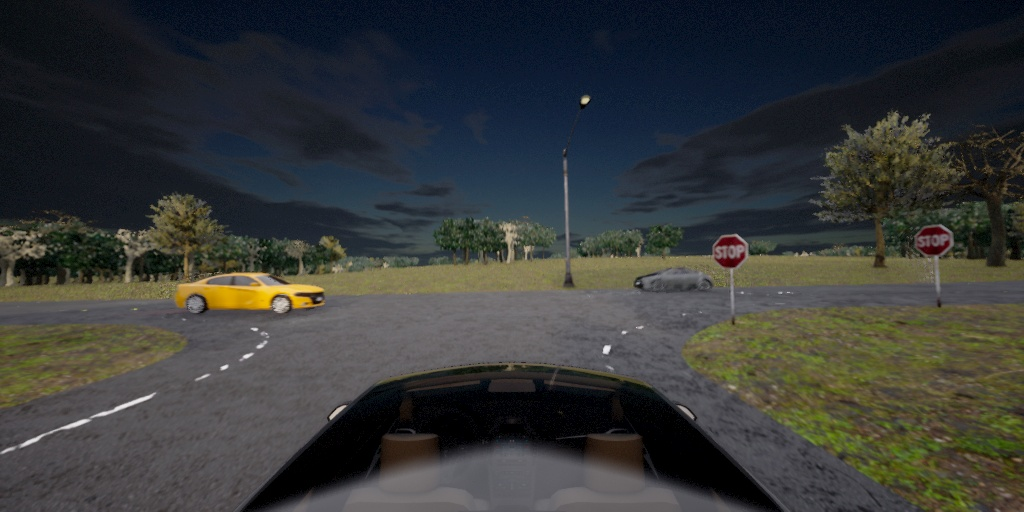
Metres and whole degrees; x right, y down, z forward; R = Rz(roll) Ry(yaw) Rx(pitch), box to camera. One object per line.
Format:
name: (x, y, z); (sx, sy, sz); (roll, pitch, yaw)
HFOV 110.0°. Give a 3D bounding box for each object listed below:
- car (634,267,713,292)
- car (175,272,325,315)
car: (9.377, 1.365, 21.026); (4.181, 1.385, 1.994); (-1, -3, -1)
car: (-9.915, 1.388, 13.811); (5.008, 1.535, 1.882); (0, -2, 0)
